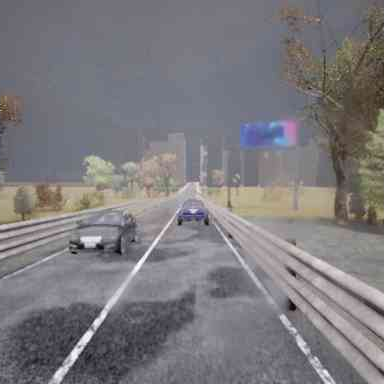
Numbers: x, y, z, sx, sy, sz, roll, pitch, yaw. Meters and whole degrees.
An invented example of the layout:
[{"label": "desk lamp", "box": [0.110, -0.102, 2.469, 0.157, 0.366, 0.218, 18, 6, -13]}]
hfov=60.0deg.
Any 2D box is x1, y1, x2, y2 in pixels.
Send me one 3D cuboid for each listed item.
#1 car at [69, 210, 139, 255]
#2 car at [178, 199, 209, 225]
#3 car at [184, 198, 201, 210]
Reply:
[{"label": "car", "box": [-3.353, 1.488, 13.394, 2.128, 1.511, 4.902, 0, 0, 0]}, {"label": "car", "box": [0.086, 1.346, 24.296, 2.097, 1.767, 4.553, 0, 0, 0]}, {"label": "car", "box": [0.068, 1.553, 42.571, 1.994, 1.385, 4.181, 0, 0, 0]}]
